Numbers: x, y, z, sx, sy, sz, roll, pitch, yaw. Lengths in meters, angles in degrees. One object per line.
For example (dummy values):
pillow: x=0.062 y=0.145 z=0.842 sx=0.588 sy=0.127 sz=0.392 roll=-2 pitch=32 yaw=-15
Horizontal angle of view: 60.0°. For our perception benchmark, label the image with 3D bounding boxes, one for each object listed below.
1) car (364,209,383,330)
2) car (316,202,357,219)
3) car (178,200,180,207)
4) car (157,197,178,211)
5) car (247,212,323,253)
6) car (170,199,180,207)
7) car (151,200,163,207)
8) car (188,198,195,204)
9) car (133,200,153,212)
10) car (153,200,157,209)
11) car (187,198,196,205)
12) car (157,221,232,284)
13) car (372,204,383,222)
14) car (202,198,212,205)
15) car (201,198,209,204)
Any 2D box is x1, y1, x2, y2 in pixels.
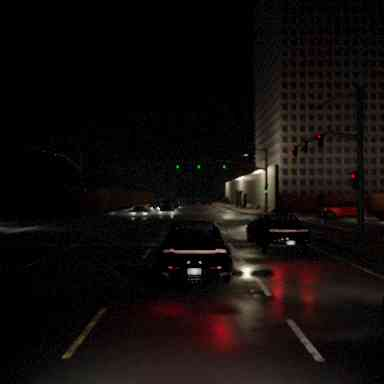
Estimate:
car: x=3.599 y=1.247 z=2.069 sx=2.150 sy=2.045 sz=5.566 roll=0 pitch=0 yaw=0
car: x=15.019 y=1.775 z=33.750 sx=4.553 sy=1.767 sz=2.097 roll=0 pitch=-1 yaw=0
car: x=-3.587 y=1.865 z=58.988 sx=2.150 sy=2.045 sz=5.566 roll=0 pitch=-1 yaw=0
car: x=-3.607 y=1.892 z=49.398 sx=2.097 sy=1.767 sz=4.553 roll=0 pitch=-1 yaw=0
car: x=3.584 y=1.650 z=14.457 sx=2.128 sy=1.511 sz=4.902 roll=0 pitch=-1 yaw=0
car: x=-3.529 y=2.232 z=69.133 sx=1.882 sy=1.535 sz=5.008 roll=0 pitch=-1 yaw=0
car: x=-7.029 y=2.330 z=66.767 sx=1.895 sy=1.301 sz=4.718 roll=0 pitch=-1 yaw=1
car: x=-0.037 y=2.277 z=87.028 sx=1.837 sy=1.490 sz=4.892 roll=0 pitch=-1 yaw=0
car: x=-7.111 y=1.994 z=47.285 sx=1.882 sy=1.535 sz=5.008 roll=0 pitch=-1 yaw=0
car: x=-7.104 y=2.096 z=56.606 sx=1.882 sy=1.535 sz=5.008 roll=0 pitch=-1 yaw=0
car: x=-0.033 y=2.184 z=76.775 sx=2.097 sy=1.767 sz=4.553 roll=0 pitch=-1 yaw=0
car: x=0.071 y=1.601 z=9.925 sx=2.128 sy=1.511 sz=4.902 roll=0 pitch=-1 yaw=0
car: x=19.400 y=1.862 z=30.259 sx=5.008 sy=1.535 sz=1.882 roll=0 pitch=-1 yaw=0
car: x=3.467 y=2.362 z=76.817 sx=1.812 sy=1.442 sz=4.674 roll=0 pitch=-1 yaw=0
car: x=3.463 y=2.450 z=87.123 sx=1.837 sy=1.490 sz=4.892 roll=0 pitch=-1 yaw=0
